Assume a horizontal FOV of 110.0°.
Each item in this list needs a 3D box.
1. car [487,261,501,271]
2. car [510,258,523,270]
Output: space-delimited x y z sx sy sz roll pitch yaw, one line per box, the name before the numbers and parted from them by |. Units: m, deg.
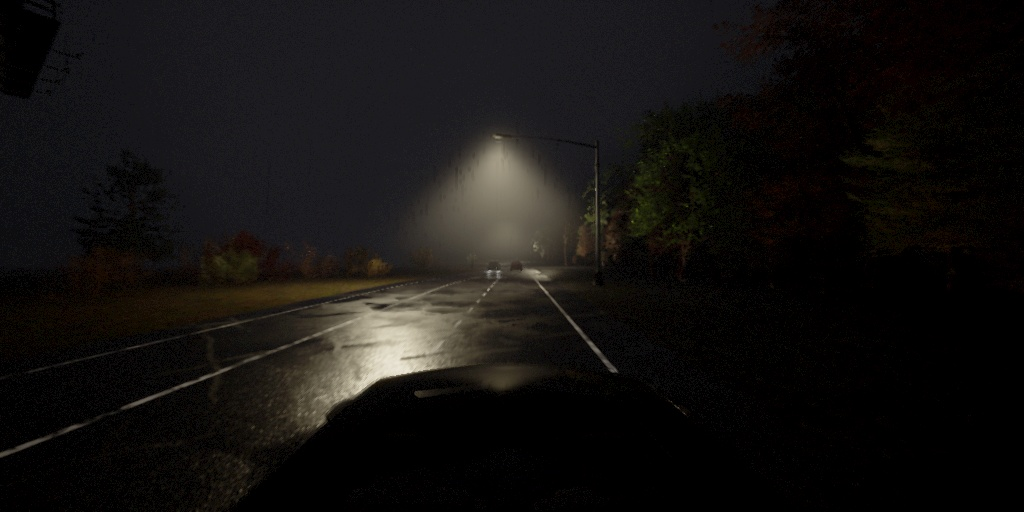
car | -2.901 1.626 58.476 1.837 1.490 4.892 0 0 4
car | 0.753 1.578 59.543 1.882 1.535 5.008 0 0 1
